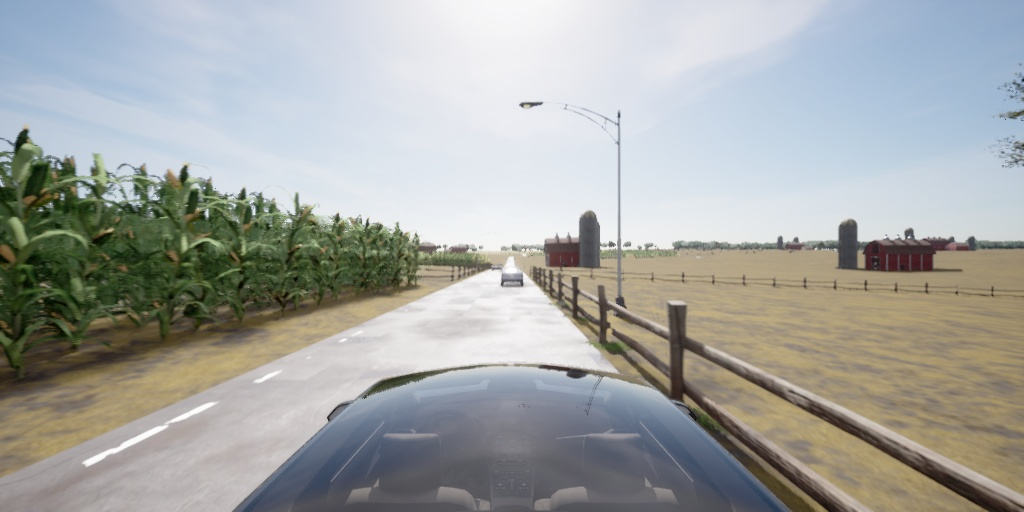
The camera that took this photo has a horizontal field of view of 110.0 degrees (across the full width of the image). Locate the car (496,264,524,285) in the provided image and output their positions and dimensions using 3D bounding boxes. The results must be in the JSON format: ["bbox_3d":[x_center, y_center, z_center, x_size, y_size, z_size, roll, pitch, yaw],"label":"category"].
[{"bbox_3d":[0.009,1.591,29.390,2.033,1.411,5.357,0,-1,0],"label":"car"}]
